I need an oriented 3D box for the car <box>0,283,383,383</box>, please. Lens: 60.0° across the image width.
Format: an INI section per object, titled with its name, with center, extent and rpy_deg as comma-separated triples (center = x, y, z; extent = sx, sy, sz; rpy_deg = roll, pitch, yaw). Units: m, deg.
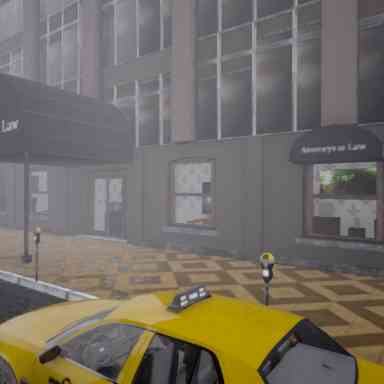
[car]
center = -0.228, 1.525, 3.033
extent = 4.829, 1.417, 1.752
rpy_deg = 0, 0, 36
